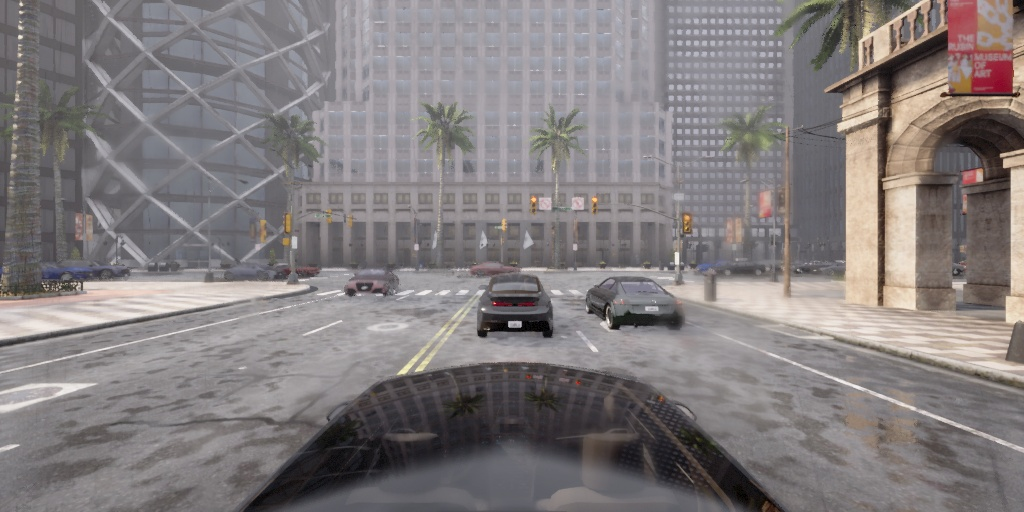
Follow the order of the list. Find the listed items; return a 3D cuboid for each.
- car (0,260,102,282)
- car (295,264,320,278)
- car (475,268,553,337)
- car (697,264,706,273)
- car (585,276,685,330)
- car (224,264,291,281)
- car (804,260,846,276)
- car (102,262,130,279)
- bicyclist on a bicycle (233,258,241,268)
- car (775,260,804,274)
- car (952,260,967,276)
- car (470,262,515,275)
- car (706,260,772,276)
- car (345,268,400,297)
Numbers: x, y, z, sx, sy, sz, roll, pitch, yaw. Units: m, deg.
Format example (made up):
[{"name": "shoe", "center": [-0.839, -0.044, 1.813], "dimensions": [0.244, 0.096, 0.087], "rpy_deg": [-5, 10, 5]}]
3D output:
[{"name": "car", "center": [-35.839, 1.227, 27.581], "dimensions": [5.008, 1.535, 1.882], "rpy_deg": [0, 0, -23]}, {"name": "car", "center": [-20.424, 1.351, 33.086], "dimensions": [4.718, 1.301, 1.895], "rpy_deg": [0, 0, -1]}, {"name": "car", "center": [0.080, 1.255, 10.293], "dimensions": [1.837, 1.490, 4.892], "rpy_deg": [0, 0, 0]}, {"name": "car", "center": [23.457, 1.228, 40.264], "dimensions": [5.008, 1.535, 1.882], "rpy_deg": [0, 0, 0]}, {"name": "car", "center": [3.584, 1.314, 11.158], "dimensions": [1.994, 1.385, 4.181], "rpy_deg": [0, 0, 0]}, {"name": "car", "center": [-21.046, 1.314, 29.504], "dimensions": [4.181, 1.385, 1.994], "rpy_deg": [0, 0, -1]}, {"name": "car", "center": [33.063, 1.314, 36.733], "dimensions": [4.181, 1.385, 1.994], "rpy_deg": [0, 0, 0]}, {"name": "car", "center": [-36.354, 1.101, 31.020], "dimensions": [4.553, 1.767, 2.097], "rpy_deg": [0, 0, -22]}, {"name": "bicyclist on a bicycle", "center": [-35.735, 1.051, 46.614], "dimensions": [0.582, 1.620, 1.656], "rpy_deg": [0, 0, -12]}, {"name": "car", "center": [33.030, 1.242, 40.231], "dimensions": [4.902, 1.511, 2.128], "rpy_deg": [0, 0, 0]}, {"name": "car", "center": [43.029, 1.242, 36.683], "dimensions": [4.902, 1.511, 2.128], "rpy_deg": [0, 0, 0]}, {"name": "car", "center": [-1.539, 1.276, 33.144], "dimensions": [4.674, 1.442, 1.812], "rpy_deg": [0, 0, 0]}, {"name": "car", "center": [23.195, 1.228, 36.765], "dimensions": [5.008, 1.535, 1.882], "rpy_deg": [0, 0, 0]}, {"name": "car", "center": [-7.233, 1.314, 19.001], "dimensions": [1.994, 1.385, 4.181], "rpy_deg": [0, 0, -7]}]
